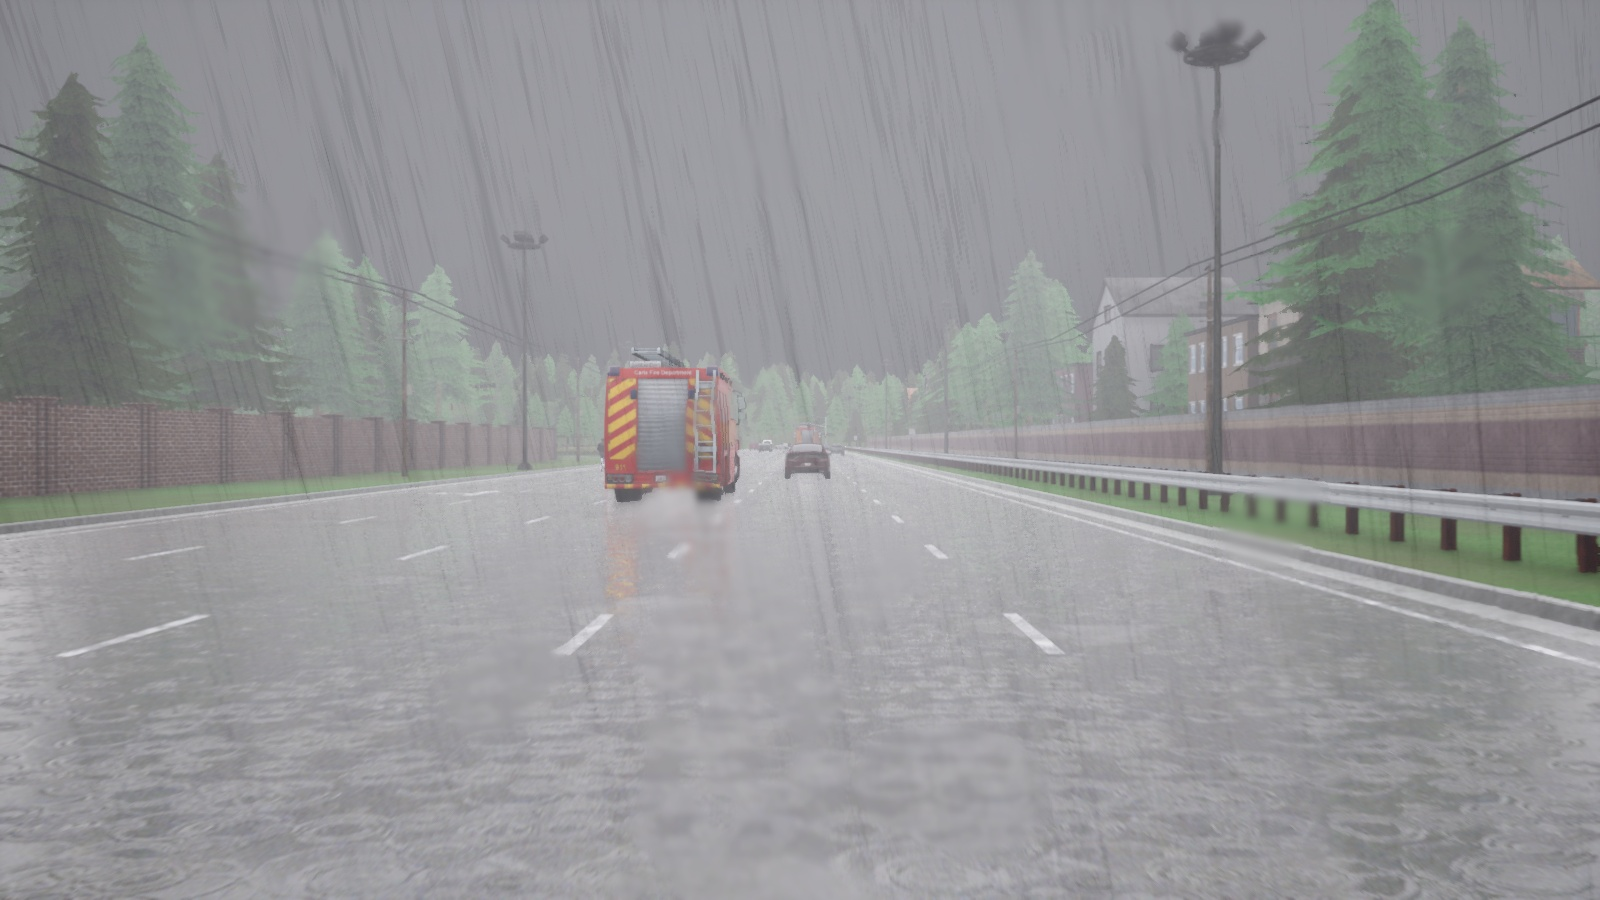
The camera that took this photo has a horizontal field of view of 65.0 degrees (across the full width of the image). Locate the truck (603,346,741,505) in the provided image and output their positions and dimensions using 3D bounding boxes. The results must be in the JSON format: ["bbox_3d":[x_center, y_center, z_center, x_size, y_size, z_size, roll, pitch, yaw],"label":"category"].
[{"bbox_3d":[-3.286,-0.616,34.592,2.891,3.827,8.468,0,0,0],"label":"truck"}]

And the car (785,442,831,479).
[{"bbox_3d":[0.324,0.420,53.968,1.882,1.535,5.008,0,0,0],"label":"car"}]
